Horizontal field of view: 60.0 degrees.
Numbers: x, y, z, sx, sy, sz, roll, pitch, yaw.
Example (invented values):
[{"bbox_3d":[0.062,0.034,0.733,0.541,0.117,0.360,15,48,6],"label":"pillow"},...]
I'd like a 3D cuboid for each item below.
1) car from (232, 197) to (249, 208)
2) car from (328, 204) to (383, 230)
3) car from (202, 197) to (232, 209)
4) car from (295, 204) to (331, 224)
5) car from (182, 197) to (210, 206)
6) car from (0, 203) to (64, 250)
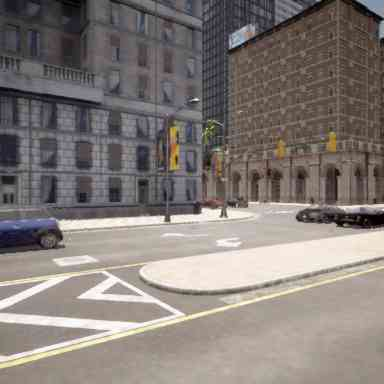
[{"bbox_3d":[6.213,1.504,48.473,1.837,1.490,4.892,0,0,-35],"label":"car"},{"bbox_3d":[11.223,1.600,21.505,4.718,1.301,1.895,0,0,-35],"label":"car"},{"bbox_3d":[3.006,1.525,46.956,1.812,1.442,4.674,0,0,-35],"label":"car"},{"bbox_3d":[9.589,1.563,24.631,4.181,1.385,1.994,0,0,-35],"label":"car"},{"bbox_3d":[0.563,1.547,56.580,2.033,1.411,5.357,0,0,-34],"label":"car"},{"bbox_3d":[-7.454,1.352,12.807,4.553,1.767,2.097,0,0,-35],"label":"car"}]
